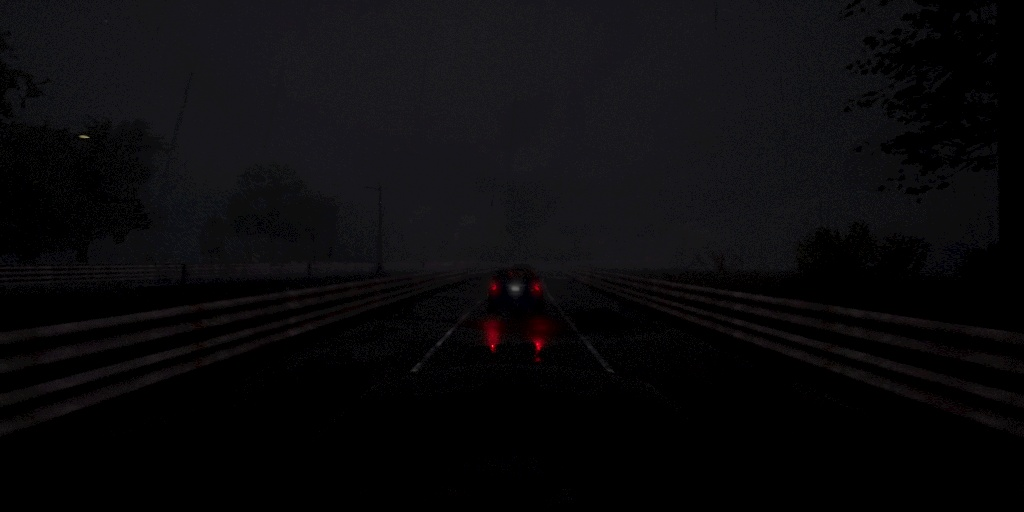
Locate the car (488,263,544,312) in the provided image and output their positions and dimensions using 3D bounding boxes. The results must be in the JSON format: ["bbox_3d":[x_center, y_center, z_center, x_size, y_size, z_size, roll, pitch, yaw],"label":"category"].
[{"bbox_3d":[0.208,1.242,15.217,2.097,1.767,4.553,0,-1,2],"label":"car"}]
